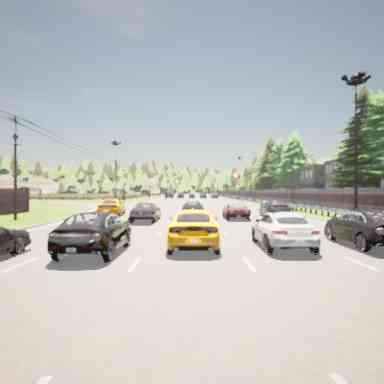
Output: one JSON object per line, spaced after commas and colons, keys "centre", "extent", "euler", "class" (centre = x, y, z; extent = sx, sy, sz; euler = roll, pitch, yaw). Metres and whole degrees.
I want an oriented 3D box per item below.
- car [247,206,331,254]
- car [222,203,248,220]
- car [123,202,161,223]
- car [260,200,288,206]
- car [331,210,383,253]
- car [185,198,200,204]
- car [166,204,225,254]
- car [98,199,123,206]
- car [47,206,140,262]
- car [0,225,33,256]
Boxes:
{"centre": [3.567, 1.495, 13.159], "extent": [1.812, 1.442, 4.674], "euler": [0, 0, 1], "class": "car"}
{"centre": [3.560, 1.537, 27.335], "extent": [1.895, 1.301, 4.718], "euler": [0, 0, 0], "class": "car"}
{"centre": [-3.458, 1.488, 25.040], "extent": [2.033, 1.411, 5.357], "euler": [0, 0, 1], "class": "car"}
{"centre": [7.068, 1.425, 28.762], "extent": [2.128, 1.511, 4.902], "euler": [0, 0, 0], "class": "car"}
{"centre": [7.068, 1.459, 13.507], "extent": [2.128, 1.511, 4.902], "euler": [0, 0, 0], "class": "car"}
{"centre": [0.071, 1.495, 29.298], "extent": [1.994, 1.385, 4.181], "euler": [0, 0, 0], "class": "car"}
{"centre": [0.066, 1.446, 13.338], "extent": [1.882, 1.535, 5.008], "euler": [0, 0, 0], "class": "car"}
{"centre": [-7.280, 1.403, 30.306], "extent": [1.882, 1.535, 5.008], "euler": [0, 0, -4], "class": "car"}
{"centre": [-3.441, 1.461, 11.952], "extent": [2.128, 1.511, 4.902], "euler": [0, 0, 0], "class": "car"}
{"centre": [-6.956, 1.524, 10.068], "extent": [2.033, 1.411, 5.357], "euler": [0, 0, 1], "class": "car"}
